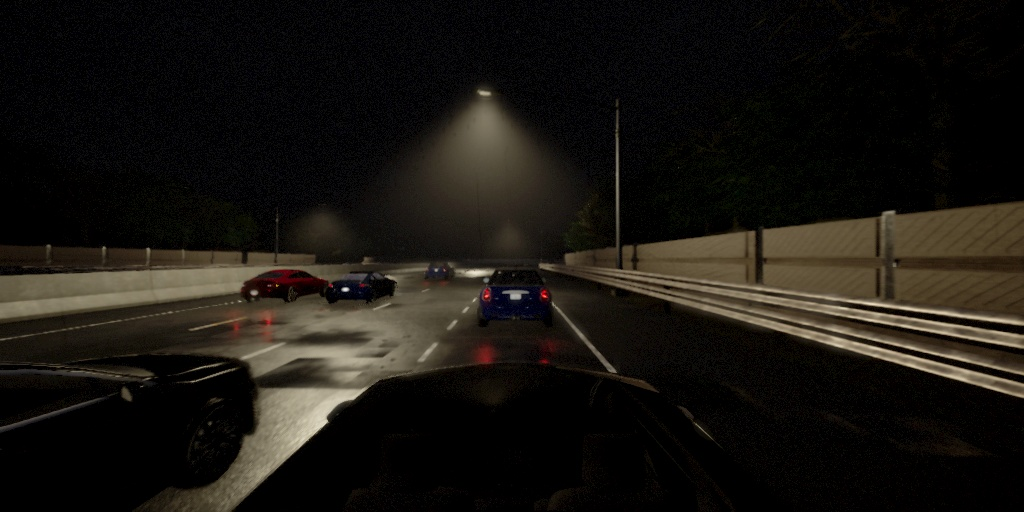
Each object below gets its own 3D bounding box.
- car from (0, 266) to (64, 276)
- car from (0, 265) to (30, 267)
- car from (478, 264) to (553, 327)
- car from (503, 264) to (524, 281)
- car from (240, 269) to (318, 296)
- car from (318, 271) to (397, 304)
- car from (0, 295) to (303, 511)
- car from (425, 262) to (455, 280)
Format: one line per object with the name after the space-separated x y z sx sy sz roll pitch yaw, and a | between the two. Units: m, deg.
-21.093 1.318 14.792 1.812 1.442 4.674 0 0 0 | car
-31.588 1.343 22.485 2.128 1.511 4.902 0 0 0 | car
0.104 1.127 11.836 2.097 1.767 4.553 0 0 0 | car
0.127 1.496 33.104 1.812 1.442 4.674 0 -1 0 | car
-10.380 1.330 16.763 1.812 1.442 4.674 0 0 0 | car
-6.893 1.369 16.852 1.994 1.385 4.181 0 0 0 | car
-3.500 1.242 1.704 2.128 1.511 4.902 0 0 0 | car
-6.885 1.344 34.677 2.097 1.767 4.553 0 -1 0 | car
